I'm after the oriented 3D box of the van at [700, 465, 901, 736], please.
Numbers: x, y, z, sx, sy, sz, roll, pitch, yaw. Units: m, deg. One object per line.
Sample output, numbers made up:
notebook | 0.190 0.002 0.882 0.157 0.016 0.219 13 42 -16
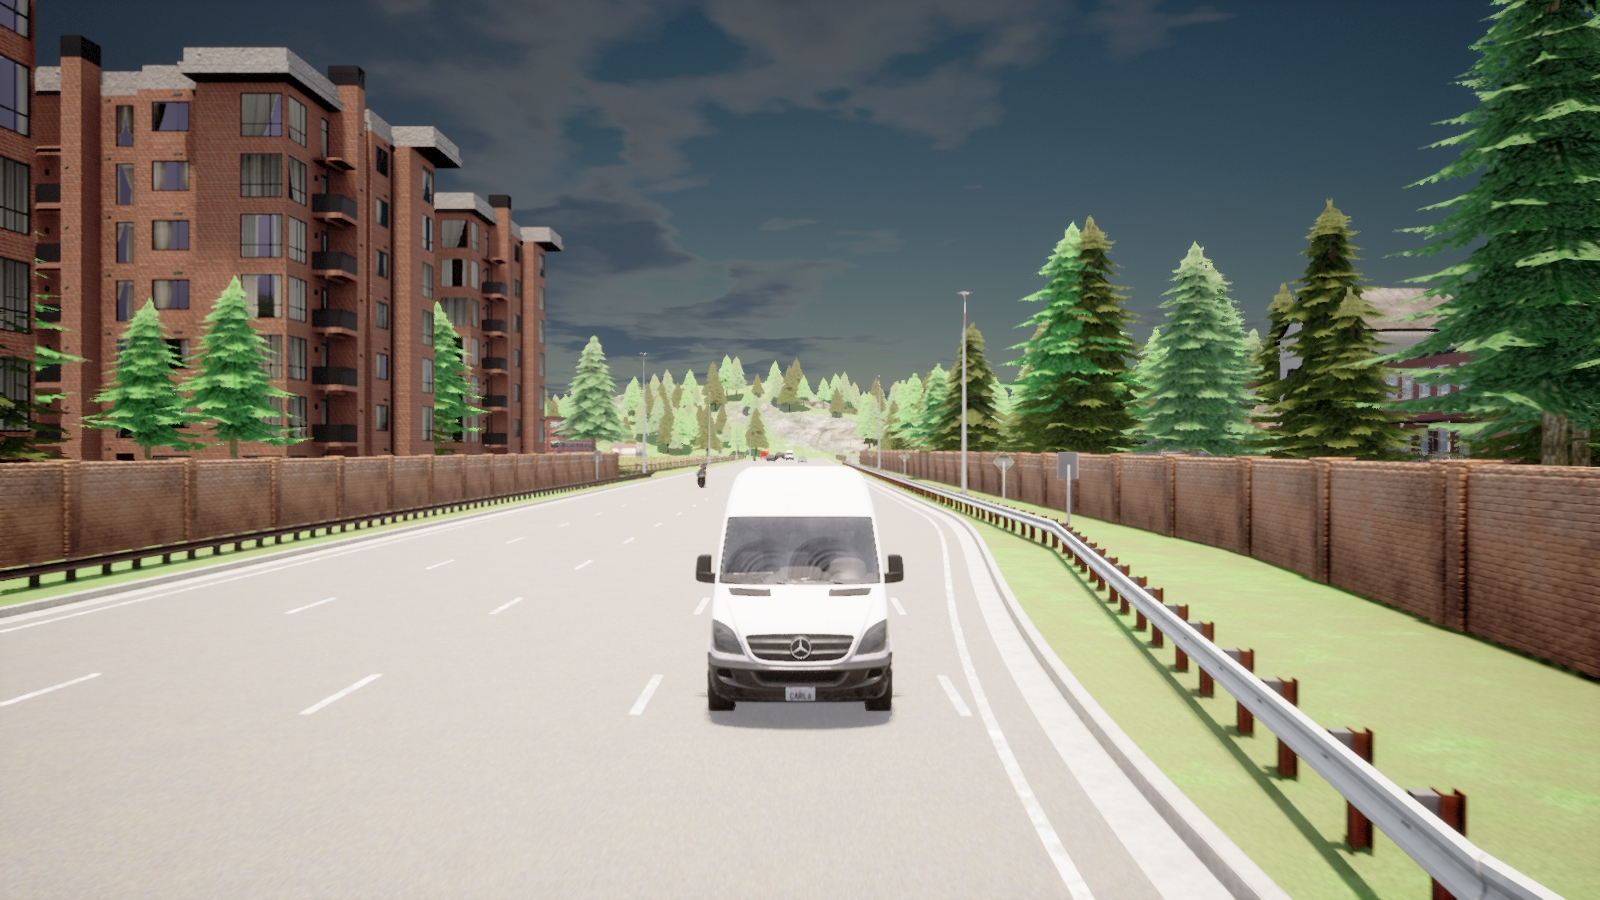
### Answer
van | 0.004 1.522 14.220 1.988 2.561 5.915 0 0 0
